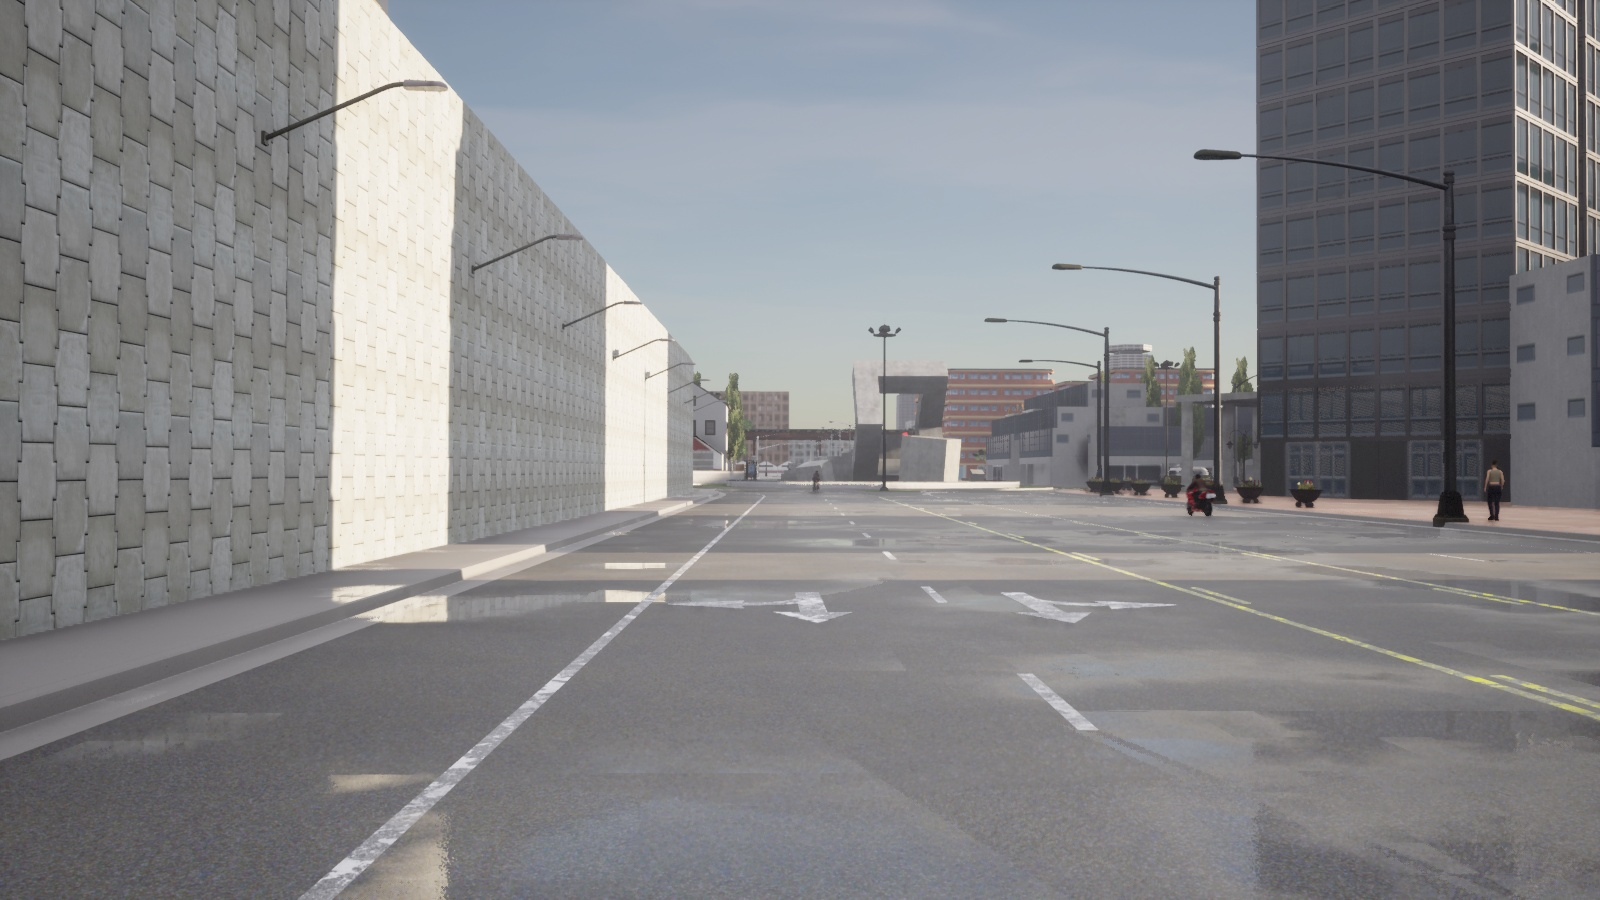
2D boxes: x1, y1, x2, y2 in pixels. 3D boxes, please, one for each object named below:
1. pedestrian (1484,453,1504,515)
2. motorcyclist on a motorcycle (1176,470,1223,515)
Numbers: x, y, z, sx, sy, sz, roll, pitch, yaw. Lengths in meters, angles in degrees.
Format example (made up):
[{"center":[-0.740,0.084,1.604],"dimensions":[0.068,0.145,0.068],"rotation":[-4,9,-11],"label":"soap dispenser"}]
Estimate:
[{"center":[20.758,1.016,37.543],"dimensions":[0.345,1.836,0.594],"rotation":[0,-1,12],"label":"pedestrian"},{"center":[13.980,1.478,44.017],"dimensions":[0.797,1.523,2.044],"rotation":[1,-1,-7],"label":"motorcyclist on a motorcycle"}]
